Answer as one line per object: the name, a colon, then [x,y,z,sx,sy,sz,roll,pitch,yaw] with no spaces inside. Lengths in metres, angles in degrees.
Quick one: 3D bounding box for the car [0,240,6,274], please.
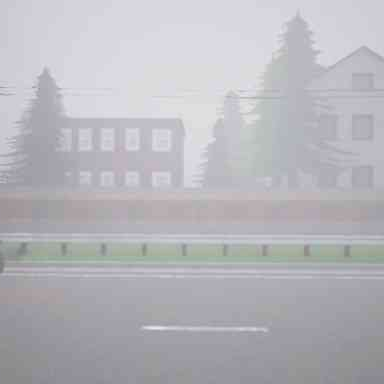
car: [-6.957,1.485,7.528,5.008,1.535,1.882,0,0,1]
